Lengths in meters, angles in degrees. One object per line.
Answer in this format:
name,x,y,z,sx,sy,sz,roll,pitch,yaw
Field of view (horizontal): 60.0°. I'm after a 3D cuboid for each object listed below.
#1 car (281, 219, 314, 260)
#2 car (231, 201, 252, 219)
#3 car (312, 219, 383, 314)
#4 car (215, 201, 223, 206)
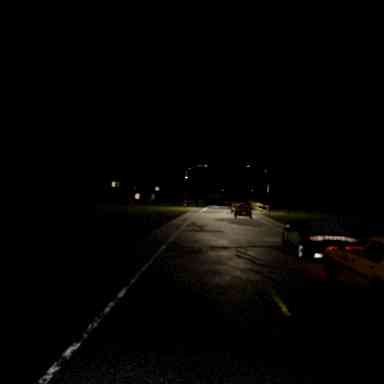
car,5.088,1.844,13.898,1.882,1.535,5.008,2,-1,3
car,5.705,2.137,37.520,1.882,1.535,5.008,2,-1,5
car,4.783,1.742,8.116,1.801,1.575,5.366,2,-1,3
car,6.518,2.738,79.468,1.895,1.301,4.718,2,-1,7
